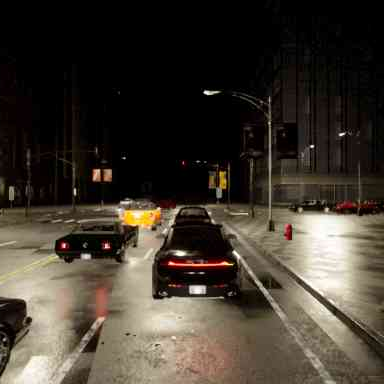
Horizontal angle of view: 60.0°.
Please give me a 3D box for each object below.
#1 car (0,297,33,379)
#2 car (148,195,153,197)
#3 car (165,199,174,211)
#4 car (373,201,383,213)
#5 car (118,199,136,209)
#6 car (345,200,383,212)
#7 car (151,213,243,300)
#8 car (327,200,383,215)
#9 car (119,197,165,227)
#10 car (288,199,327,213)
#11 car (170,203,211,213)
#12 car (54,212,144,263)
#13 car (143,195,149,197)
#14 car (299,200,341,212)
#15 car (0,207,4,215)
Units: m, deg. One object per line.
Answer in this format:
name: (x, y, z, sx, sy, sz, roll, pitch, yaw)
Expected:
car: (-3.152, 1.548, 2.214, 2.033, 1.411, 5.357, 0, 0, 0)
car: (-9.585, 1.592, 71.773, 2.150, 2.045, 5.566, 0, 0, 0)
car: (-3.449, 1.699, 44.130, 1.812, 1.442, 4.674, 1, 0, 11)
car: (23.114, 1.634, 37.127, 4.718, 1.301, 1.895, 0, -1, -1)
car: (-9.727, 1.738, 50.411, 1.812, 1.442, 4.674, 0, 0, 0)
car: (20.917, 1.637, 39.850, 4.313, 1.339, 1.947, 0, 0, -1)
car: (0.117, 1.510, 8.390, 1.837, 1.490, 4.892, 0, 0, 0)
car: (15.388, 1.572, 31.252, 4.206, 1.307, 1.802, 0, 0, -1)
car: (-3.101, 1.393, 20.996, 2.097, 1.767, 4.553, 0, 0, 0)
car: (13.214, 1.570, 36.995, 4.892, 1.490, 1.837, 0, -1, -1)
car: (0.042, 1.507, 17.882, 1.882, 1.535, 5.008, 0, 0, 0)
car: (-3.121, 1.613, 12.002, 1.895, 1.301, 4.718, 0, 0, 0)
car: (-9.674, 1.833, 61.065, 2.033, 1.411, 5.357, 0, 0, 0)
car: (15.277, 1.656, 39.776, 4.313, 1.339, 1.947, 0, 0, -1)
car: (-21.375, 1.692, 33.363, 4.674, 1.442, 1.812, 0, -1, 0)
